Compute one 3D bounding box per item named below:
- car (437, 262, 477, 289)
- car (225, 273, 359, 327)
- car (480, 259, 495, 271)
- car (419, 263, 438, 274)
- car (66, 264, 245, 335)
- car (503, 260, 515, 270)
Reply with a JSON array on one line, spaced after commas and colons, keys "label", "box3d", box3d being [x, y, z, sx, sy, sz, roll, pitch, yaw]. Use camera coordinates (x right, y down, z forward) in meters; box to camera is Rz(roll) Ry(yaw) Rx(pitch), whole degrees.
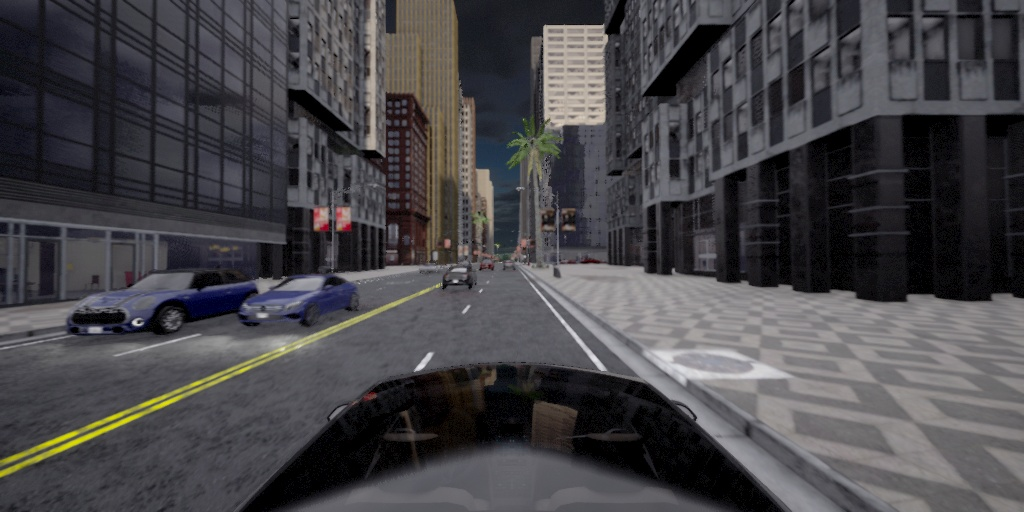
[{"label": "car", "box3d": [-3.356, 1.318, 23.413, 1.812, 1.442, 4.674, 0, 0, -1]}, {"label": "car", "box3d": [-6.673, 1.325, 11.876, 1.812, 1.442, 4.674, 0, 0, -1]}, {"label": "car", "box3d": [-3.671, 1.253, 54.148, 2.097, 1.767, 4.553, 0, 0, -1]}, {"label": "car", "box3d": [-10.268, 1.502, 44.836, 1.895, 1.301, 4.718, 0, 0, 0]}, {"label": "car", "box3d": [-9.926, 1.171, 10.764, 2.097, 1.767, 4.553, 0, 0, -1]}, {"label": "car", "box3d": [-0.444, 1.384, 56.658, 2.128, 1.511, 4.902, 0, 0, -1]}]
